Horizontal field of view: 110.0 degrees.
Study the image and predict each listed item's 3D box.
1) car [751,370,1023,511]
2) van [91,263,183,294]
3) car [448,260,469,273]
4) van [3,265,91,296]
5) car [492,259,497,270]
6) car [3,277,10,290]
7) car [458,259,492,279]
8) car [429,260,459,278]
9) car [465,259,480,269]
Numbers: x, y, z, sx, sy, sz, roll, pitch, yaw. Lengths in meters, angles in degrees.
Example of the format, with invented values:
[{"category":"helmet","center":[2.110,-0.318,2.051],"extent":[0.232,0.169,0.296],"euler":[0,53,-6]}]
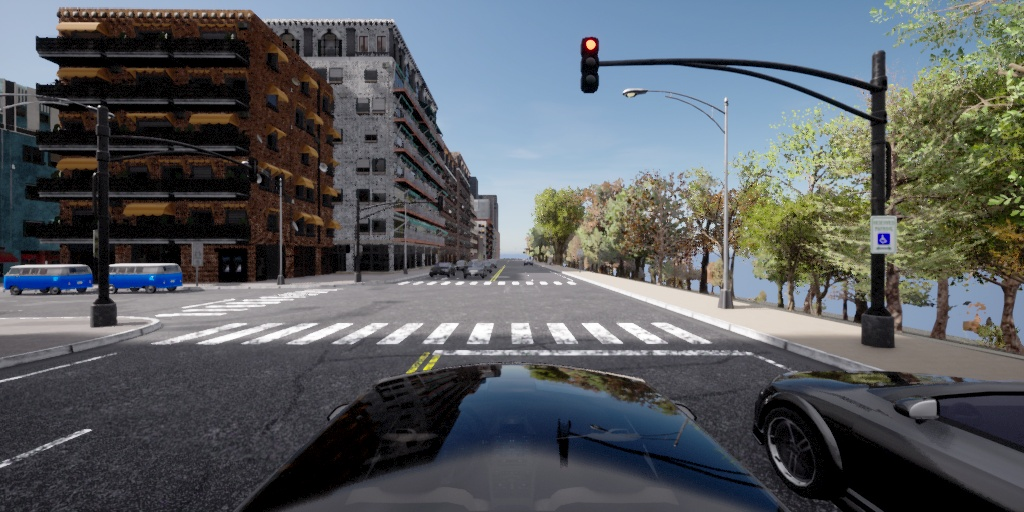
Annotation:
[{"category":"car","center":[3.348,1.314,1.805],"extent":[1.994,1.385,4.181],"euler":[0,0,0]},{"category":"van","center":[-22.691,1.350,22.007],"extent":[3.998,1.789,1.690],"euler":[0,0,-1]},{"category":"car","center":[-6.539,1.260,44.364],"extent":[1.837,1.490,4.892],"euler":[0,0,0]},{"category":"van","center":[-28.293,1.424,21.939],"extent":[3.998,1.789,1.690],"euler":[0,0,-1]},{"category":"car","center":[-3.293,1.246,42.388],"extent":[2.128,1.511,4.902],"euler":[0,0,0]},{"category":"car","center":[-22.617,1.623,13.661],"extent":[4.207,1.307,1.802],"euler":[0,0,-1]},{"category":"car","center":[-3.307,1.243,33.110],"extent":[2.128,1.511,4.902],"euler":[0,0,0]},{"category":"car","center":[-6.554,1.299,34.601],"extent":[2.033,1.411,5.357],"euler":[0,0,0]},{"category":"car","center":[-6.494,1.242,59.888],"extent":[1.882,1.535,5.008],"euler":[0,0,0]}]
